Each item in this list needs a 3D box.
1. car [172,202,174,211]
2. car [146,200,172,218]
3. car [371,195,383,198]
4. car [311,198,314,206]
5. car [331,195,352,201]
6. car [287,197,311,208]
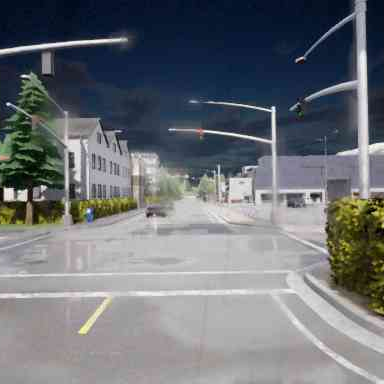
[{"bbox_3d":[-3.579,1.914,47.898,2.128,1.511,4.902,-1,-1,0],"label":"car"},{"bbox_3d":[-3.598,1.844,34.586,2.033,1.411,5.357,-1,-1,0],"label":"car"},{"bbox_3d":[19.120,1.183,31.280,1.905,1.878,3.866,-1,-1,0],"label":"car"},{"bbox_3d":[19.075,1.573,56.206,1.970,1.475,3.806,-1,-1,0],"label":"car"},{"bbox_3d":[25.489,1.398,56.545,2.152,1.636,5.027,-1,-1,0],"label":"car"},{"bbox_3d":[15.429,1.629,49.148,2.007,1.523,4.514,-1,-1,0],"label":"car"}]
